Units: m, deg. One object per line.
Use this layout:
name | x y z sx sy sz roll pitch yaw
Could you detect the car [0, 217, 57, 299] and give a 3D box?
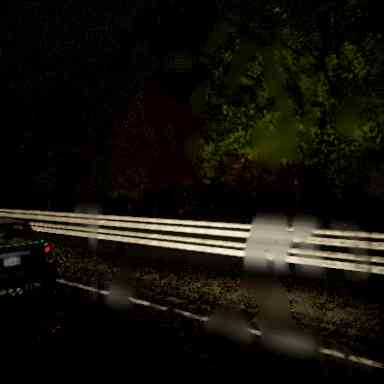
car | -5.123 1.329 7.495 4.553 1.767 2.097 0 0 35
